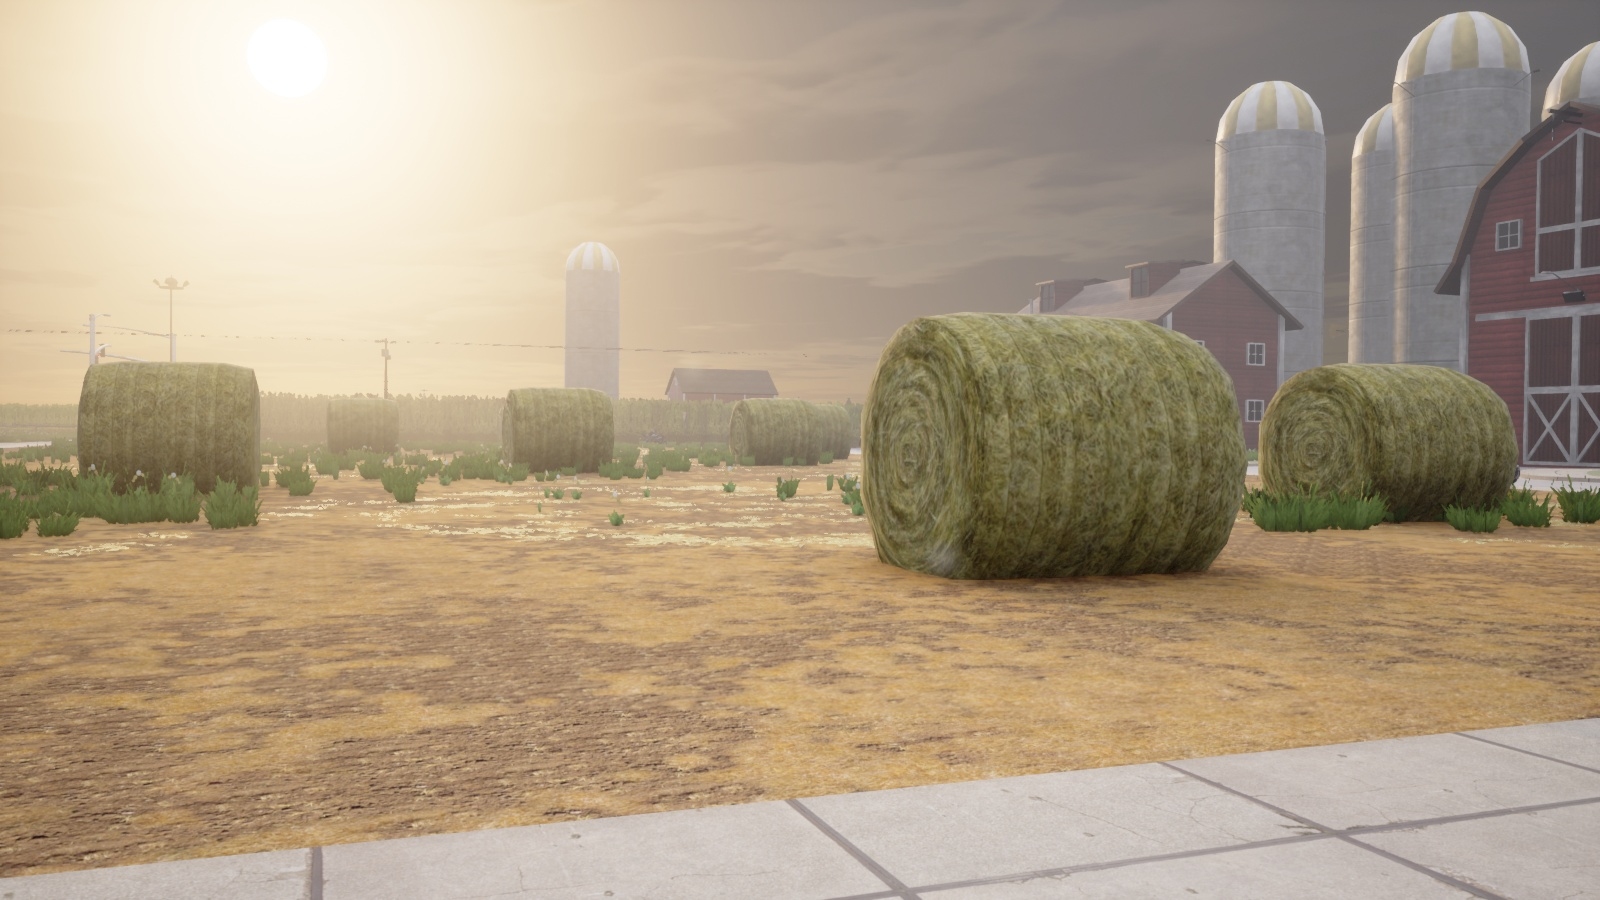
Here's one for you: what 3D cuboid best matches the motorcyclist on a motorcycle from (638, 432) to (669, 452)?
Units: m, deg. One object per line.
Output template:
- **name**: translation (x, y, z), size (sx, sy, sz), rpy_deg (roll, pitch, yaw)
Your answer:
- **motorcyclist on a motorcycle**: translation (-11.119, -0.601, 95.539), size (2.191, 1.530, 0.866), rpy_deg (-1, 1, -21)
